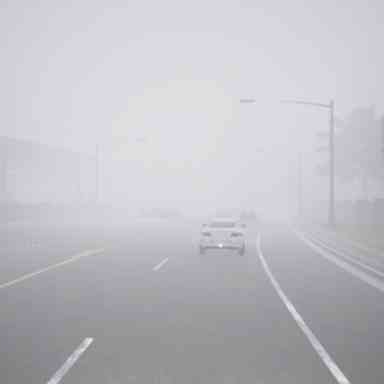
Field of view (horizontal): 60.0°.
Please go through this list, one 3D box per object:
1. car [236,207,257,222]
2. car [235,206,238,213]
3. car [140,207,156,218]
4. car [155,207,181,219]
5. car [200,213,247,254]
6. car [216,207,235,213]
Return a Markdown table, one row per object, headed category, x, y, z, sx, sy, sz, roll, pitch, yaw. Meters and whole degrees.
| category | x | y | z | sx | sy | sz | roll | pitch | yaw |
| --- | --- | --- | --- | --- | --- | --- | --- | --- | --- |
| car | 6.828 | 2.778 | 40.019 | 2.033 | 1.411 | 5.357 | 0 | -2 | 13 |
| car | 8.596 | 3.494 | 63.534 | 1.882 | 1.535 | 5.008 | 0 | -2 | 13 |
| car | -5.917 | 2.876 | 47.914 | 2.128 | 1.511 | 4.902 | 0 | -2 | 13 |
| car | -2.969 | 2.918 | 45.133 | 1.895 | 1.301 | 4.718 | 0 | -2 | 13 |
| car | 1.451 | 1.879 | 15.072 | 1.812 | 1.442 | 4.674 | 0 | -2 | 9 |
| car | 4.264 | 2.920 | 44.512 | 1.994 | 1.385 | 4.181 | 0 | -2 | 13 |
